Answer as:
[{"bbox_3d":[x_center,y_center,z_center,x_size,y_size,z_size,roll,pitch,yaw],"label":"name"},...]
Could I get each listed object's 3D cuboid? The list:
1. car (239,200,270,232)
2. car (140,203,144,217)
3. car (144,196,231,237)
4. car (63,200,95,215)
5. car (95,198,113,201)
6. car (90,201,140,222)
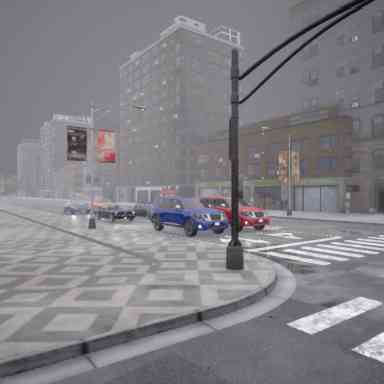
[{"bbox_3d":[2.266,1.277,21.021,2.150,2.045,5.566,0,0,-36],"label":"car"},{"bbox_3d":[-3.847,1.642,29.426,2.033,1.411,5.357,0,0,-36],"label":"car"},{"bbox_3d":[-0.347,1.277,19.089,2.150,2.045,5.566,0,0,-36],"label":"car"},{"bbox_3d":[-12.406,1.652,35.675,1.812,1.442,4.674,0,0,-36],"label":"car"},{"bbox_3d":[-9.771,1.479,37.584,2.097,1.767,4.553,0,0,-36],"label":"car"},{"bbox_3d":[-6.440,1.696,27.455,1.895,1.301,4.718,0,0,-36],"label":"car"}]
